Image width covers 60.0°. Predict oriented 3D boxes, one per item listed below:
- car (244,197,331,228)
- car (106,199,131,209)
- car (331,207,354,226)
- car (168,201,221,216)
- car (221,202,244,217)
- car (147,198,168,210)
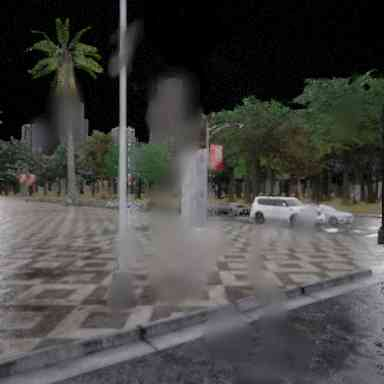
[{"bbox_3d":[6.722,1.376,24.041,2.150,2.045,5.566,0,0,-35],"label":"car"},{"bbox_3d":[-10.534,1.716,47.821,1.895,1.301,4.718,0,0,-37],"label":"car"},{"bbox_3d":[9.835,1.689,25.253,1.812,1.442,4.674,0,0,-34],"label":"car"},{"bbox_3d":[0.104,1.691,33.371,2.033,1.411,5.357,0,0,-35],"label":"car"},{"bbox_3d":[3.965,1.717,33.521,1.994,1.385,4.181,0,0,-37],"label":"car"},{"bbox_3d":[-4.176,1.615,44.764,1.882,1.535,5.008,0,0,-37],"label":"car"}]
